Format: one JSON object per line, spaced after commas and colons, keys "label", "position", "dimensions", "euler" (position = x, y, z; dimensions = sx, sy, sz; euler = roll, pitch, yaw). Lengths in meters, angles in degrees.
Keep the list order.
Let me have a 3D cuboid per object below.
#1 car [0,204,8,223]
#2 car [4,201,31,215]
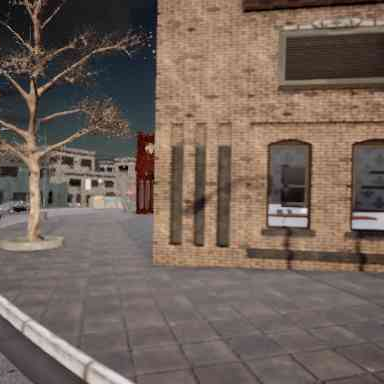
{"label": "car", "position": [-15.770, 1.769, 24.803], "dimensions": [1.895, 1.301, 4.718], "euler": [1, -1, -12]}
{"label": "car", "position": [-19.887, 1.754, 37.172], "dimensions": [2.128, 1.511, 4.902], "euler": [1, -1, 7]}
